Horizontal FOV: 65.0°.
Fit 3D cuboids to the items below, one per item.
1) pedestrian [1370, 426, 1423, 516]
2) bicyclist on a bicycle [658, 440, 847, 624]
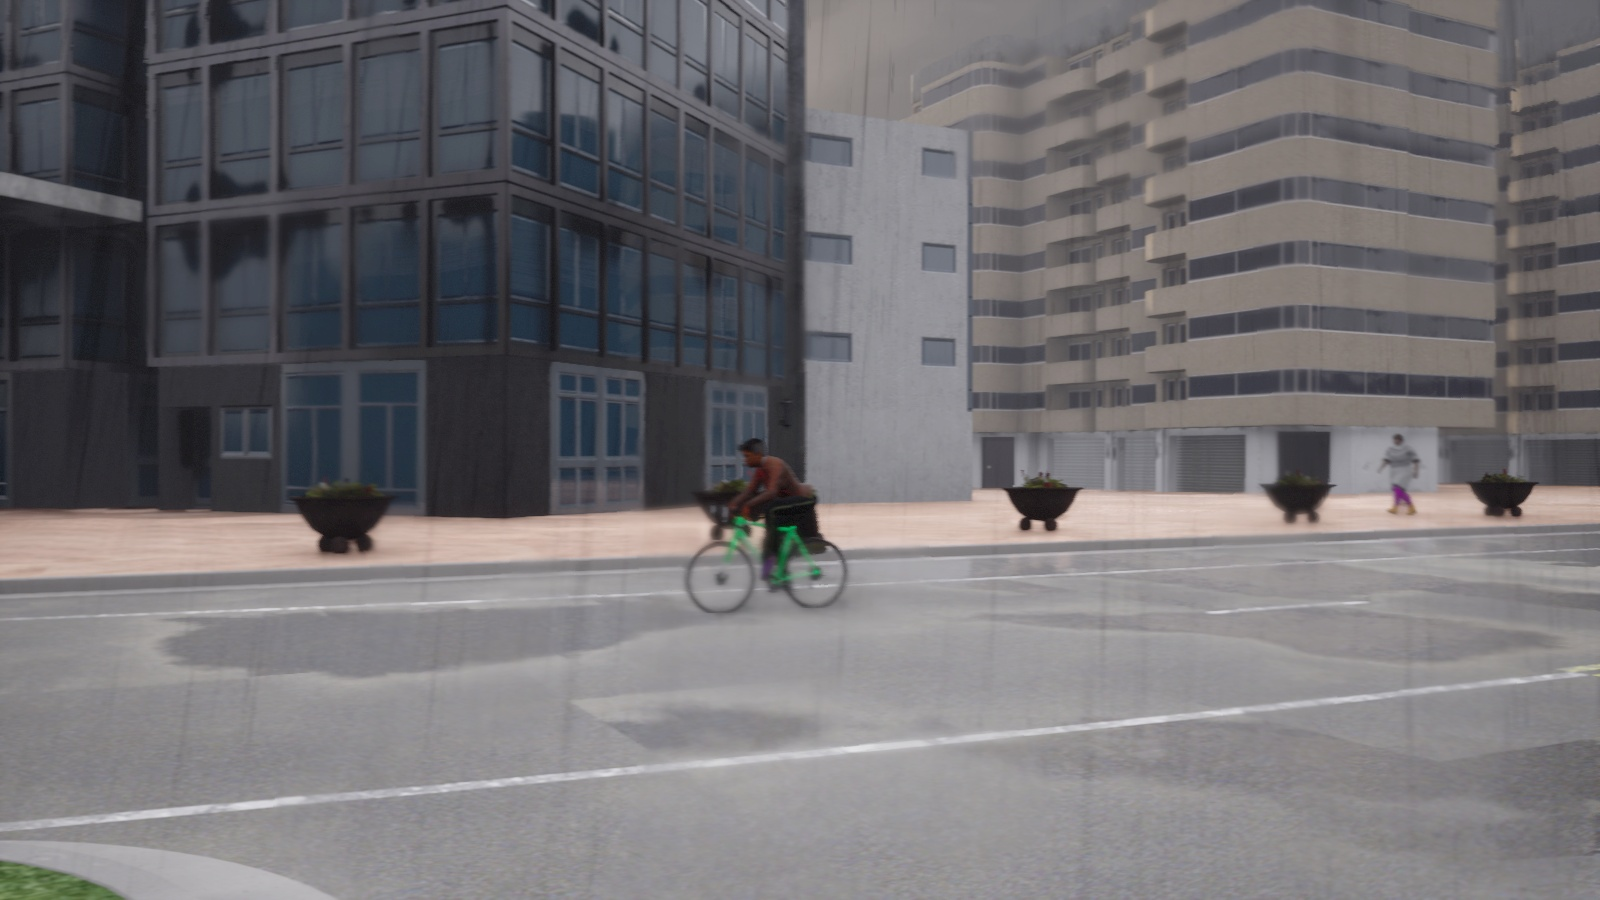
[{"bbox_3d":[13.158,0.455,27.703,0.873,1.952,0.659,0,0,-24],"label":"pedestrian"},{"bbox_3d":[-0.439,0.721,11.699,1.656,1.620,0.582,0,0,-24],"label":"bicyclist on a bicycle"}]
